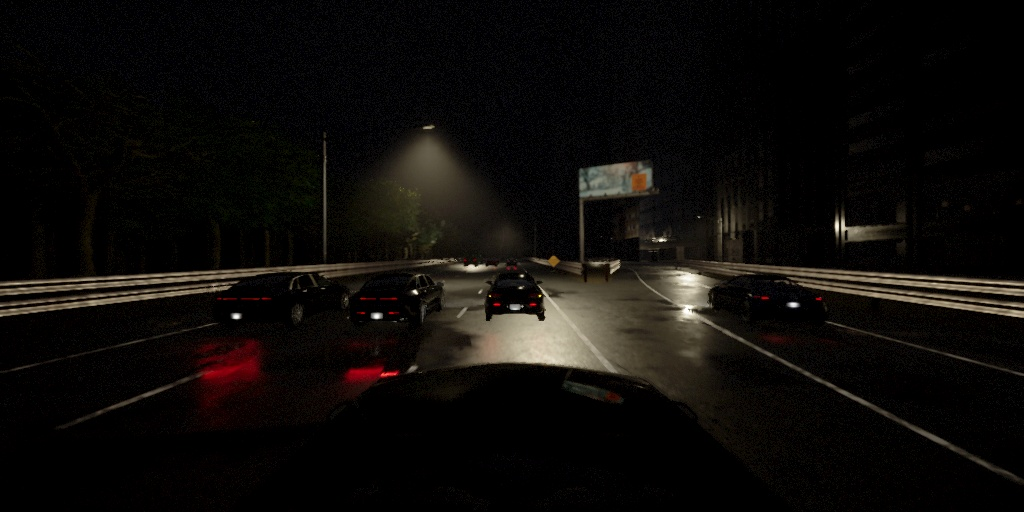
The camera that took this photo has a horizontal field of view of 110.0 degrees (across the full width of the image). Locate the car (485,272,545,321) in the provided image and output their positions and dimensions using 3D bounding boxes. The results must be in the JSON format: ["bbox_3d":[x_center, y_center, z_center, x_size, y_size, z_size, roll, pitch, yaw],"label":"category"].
[{"bbox_3d":[0.082,1.273,12.398,1.812,1.442,4.674,0,0,0],"label":"car"}]

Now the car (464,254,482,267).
[{"bbox_3d":[-7.023,0.857,61.850,2.150,2.045,5.566,0,0,0],"label":"car"}]

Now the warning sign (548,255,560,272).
[{"bbox_3d":[4.535,0.815,38.854,1.300,1.860,1.060,0,0,0],"label":"warning sign"}]

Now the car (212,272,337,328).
[{"bbox_3d":[-6.902,1.253,11.396,1.837,1.490,4.892,0,0,0],"label":"car"}]

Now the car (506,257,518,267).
[{"bbox_3d":[-0.022,1.127,61.824,2.128,1.511,4.902,0,0,0],"label":"car"}]

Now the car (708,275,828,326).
[{"bbox_3d":[8.029,1.292,11.696,1.994,1.385,4.181,0,0,11],"label":"car"}]

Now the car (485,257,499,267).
[{"bbox_3d":[-3.523,1.113,61.822,1.882,1.535,5.008,0,0,0],"label":"car"}]

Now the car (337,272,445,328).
[{"bbox_3d":[-3.402,1.253,11.434,1.837,1.490,4.892,0,0,0],"label":"car"}]
